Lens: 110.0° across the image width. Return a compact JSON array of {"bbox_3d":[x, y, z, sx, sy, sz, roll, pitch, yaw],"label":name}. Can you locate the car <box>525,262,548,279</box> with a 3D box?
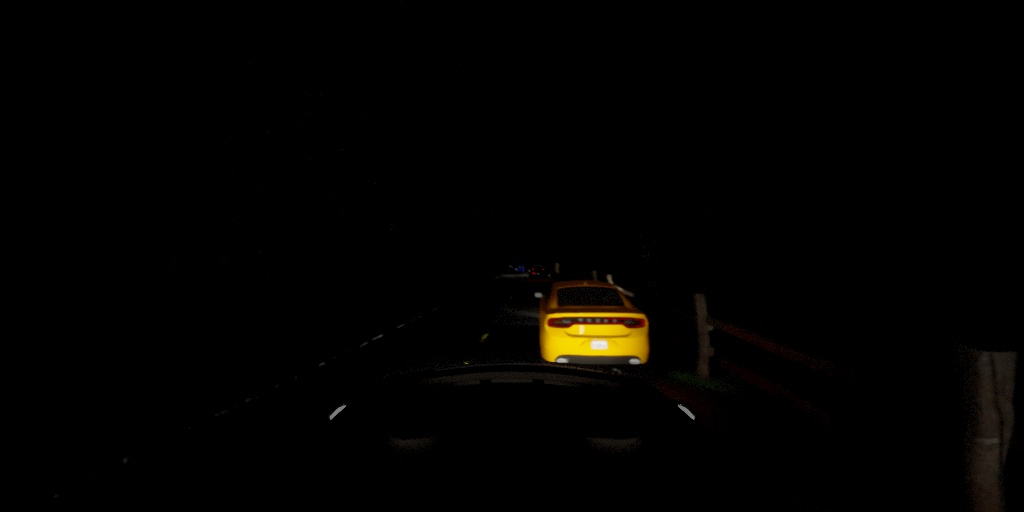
[{"bbox_3d":[2.720,1.552,37.113,2.128,1.511,4.902,0,-1,4],"label":"car"}]

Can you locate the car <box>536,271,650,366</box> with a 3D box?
[{"bbox_3d":[1.556,1.279,8.153,1.882,1.535,5.008,0,-1,4],"label":"car"}]

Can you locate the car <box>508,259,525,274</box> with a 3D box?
[{"bbox_3d":[0.696,1.397,48.802,2.150,2.045,5.566,0,0,4],"label":"car"}]
